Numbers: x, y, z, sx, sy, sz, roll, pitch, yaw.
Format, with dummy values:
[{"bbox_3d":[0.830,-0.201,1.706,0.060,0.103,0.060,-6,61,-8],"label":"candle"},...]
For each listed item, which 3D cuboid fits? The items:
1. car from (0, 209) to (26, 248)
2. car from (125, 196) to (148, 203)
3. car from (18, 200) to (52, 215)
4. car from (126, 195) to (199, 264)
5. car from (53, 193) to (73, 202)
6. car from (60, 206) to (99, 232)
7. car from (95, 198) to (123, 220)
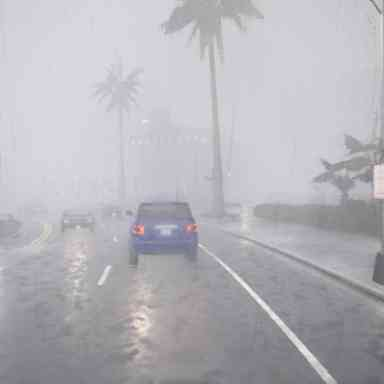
[{"bbox_3d":[-9.159,1.669,15.000,1.895,1.301,4.718,0,0,-15],"label":"car"},{"bbox_3d":[-12.242,1.595,73.434,4.674,1.452,2.002,0,0,23],"label":"car"},{"bbox_3d":[-17.126,1.703,35.624,1.994,1.385,4.181,0,0,-44],"label":"car"},{"bbox_3d":[-1.210,1.248,12.211,2.150,2.045,5.566,0,0,-10],"label":"car"},{"bbox_3d":[-29.177,1.668,76.563,4.193,1.474,1.816,0,0,23],"label":"car"},{"bbox_3d":[-7.150,1.668,20.700,1.895,1.301,4.718,0,0,-21],"label":"car"},{"bbox_3d":[-7.562,1.588,29.149,1.837,1.490,4.892,0,0,-30],"label":"car"}]
